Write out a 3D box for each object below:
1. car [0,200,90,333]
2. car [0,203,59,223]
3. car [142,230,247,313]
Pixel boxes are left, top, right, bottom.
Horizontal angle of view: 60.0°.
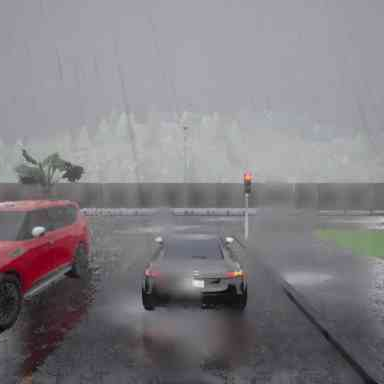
[{"bbox_3d":[-3.992,1.221,7.161,2.150,2.045,5.566,0,0,2],"label":"car"},{"bbox_3d":[-12.506,1.563,25.049,4.181,1.385,1.994,0,0,0],"label":"car"},{"bbox_3d":[0.053,1.564,7.771,1.994,1.385,4.181,0,0,0],"label":"car"}]
